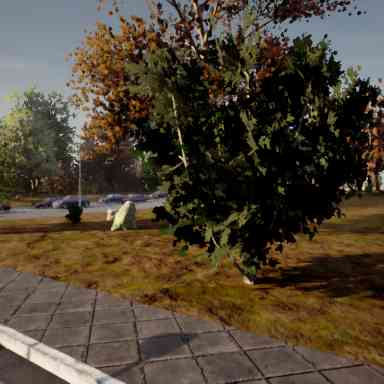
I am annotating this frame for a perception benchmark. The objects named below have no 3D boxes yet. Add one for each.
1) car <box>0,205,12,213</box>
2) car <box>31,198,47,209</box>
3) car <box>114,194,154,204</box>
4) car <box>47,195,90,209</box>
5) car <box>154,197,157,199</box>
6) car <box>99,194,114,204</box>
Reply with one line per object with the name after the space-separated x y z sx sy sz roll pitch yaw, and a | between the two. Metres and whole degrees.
-21.768 1.646 34.901 1.895 1.301 4.718 0 1 39 | car
-18.552 1.401 44.433 2.033 1.411 5.357 0 2 39 | car
-8.798 0.959 50.901 2.033 1.411 5.357 0 3 39 | car
-15.490 1.179 42.650 2.097 1.767 4.553 0 2 39 | car
-5.781 0.465 60.108 2.128 1.511 4.902 0 3 40 | car
-12.338 1.009 52.076 1.812 1.442 4.674 0 2 39 | car
